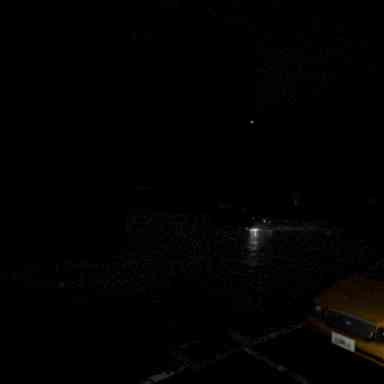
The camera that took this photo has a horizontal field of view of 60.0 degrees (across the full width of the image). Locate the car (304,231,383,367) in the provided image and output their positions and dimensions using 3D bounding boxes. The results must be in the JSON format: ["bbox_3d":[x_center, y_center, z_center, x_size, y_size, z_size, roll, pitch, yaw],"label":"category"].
[{"bbox_3d":[3.839,1.542,5.514,4.829,1.417,1.752,0,1,-35],"label":"car"}]

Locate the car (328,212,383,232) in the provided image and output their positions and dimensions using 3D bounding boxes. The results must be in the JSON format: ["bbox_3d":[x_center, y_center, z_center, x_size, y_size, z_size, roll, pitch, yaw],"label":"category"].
[{"bbox_3d":[10.646,1.817,19.729,1.895,1.301,4.718,2,-2,-35],"label":"car"}]

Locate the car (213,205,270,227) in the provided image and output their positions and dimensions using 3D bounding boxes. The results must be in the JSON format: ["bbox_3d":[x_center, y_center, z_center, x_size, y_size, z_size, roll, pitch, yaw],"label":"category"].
[{"bbox_3d":[3.537,1.776,24.618,1.837,1.490,4.892,2,-2,-35],"label":"car"}]
